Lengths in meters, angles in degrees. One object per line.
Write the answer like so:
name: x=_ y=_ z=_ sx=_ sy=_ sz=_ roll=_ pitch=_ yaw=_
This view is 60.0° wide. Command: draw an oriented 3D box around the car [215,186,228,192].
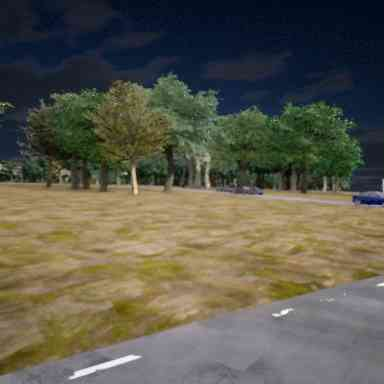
car: x=6.412 y=-0.619 z=66.898 sx=1.994 sy=1.385 sz=4.181 roll=1 pitch=2 yaw=-25

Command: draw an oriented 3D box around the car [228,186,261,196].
car: x=8.588 y=-0.209 z=54.923 sx=2.033 sy=1.411 sz=5.357 roll=1 pitch=2 yaw=-24

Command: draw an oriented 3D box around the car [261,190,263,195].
car: x=10.590 y=-0.203 z=58.010 sx=1.994 sy=1.385 sz=4.181 roll=1 pitch=2 yaw=-25

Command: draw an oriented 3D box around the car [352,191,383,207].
car: x=18.536 y=0.708 z=33.325 sx=1.882 sy=1.535 sz=5.008 roll=1 pitch=2 yaw=-25
